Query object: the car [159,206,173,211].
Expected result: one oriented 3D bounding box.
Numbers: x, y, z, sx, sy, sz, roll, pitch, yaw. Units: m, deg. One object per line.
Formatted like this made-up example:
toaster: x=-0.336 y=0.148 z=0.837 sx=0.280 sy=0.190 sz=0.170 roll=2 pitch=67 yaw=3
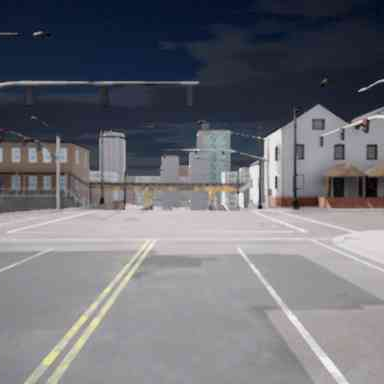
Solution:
car: x=-3.594 y=2.717 z=46.219 sx=1.812 sy=1.442 sz=4.674 roll=0 pitch=-8 yaw=0
